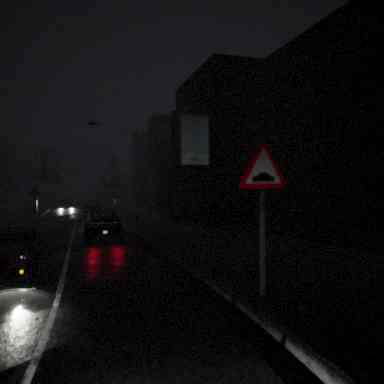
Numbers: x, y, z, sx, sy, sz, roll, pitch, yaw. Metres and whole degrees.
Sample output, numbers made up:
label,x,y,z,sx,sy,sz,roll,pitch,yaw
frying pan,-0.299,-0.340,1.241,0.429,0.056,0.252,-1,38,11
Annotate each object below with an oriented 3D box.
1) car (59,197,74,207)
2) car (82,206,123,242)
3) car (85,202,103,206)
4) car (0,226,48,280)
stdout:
label,x,y,z,sx,sy,sz,roll,pitch,yaw
car,-18.326,1.440,48.744,1.895,1.301,4.718,-1,3,-18
car,-4.953,1.762,18.360,2.128,1.511,4.902,-1,-1,-18
car,-10.594,1.837,35.504,1.837,1.490,4.892,-1,1,-18
car,-5.605,1.756,10.129,1.994,1.385,4.181,-1,-1,-17
